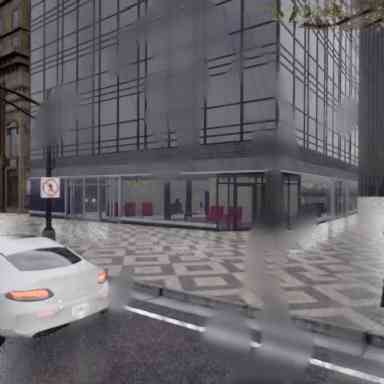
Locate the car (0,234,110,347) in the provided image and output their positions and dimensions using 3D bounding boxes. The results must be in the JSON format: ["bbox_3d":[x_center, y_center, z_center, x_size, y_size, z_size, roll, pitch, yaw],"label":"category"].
[{"bbox_3d":[-3.493,1.533,6.168,4.674,1.442,1.812,0,0,35],"label":"car"}]
